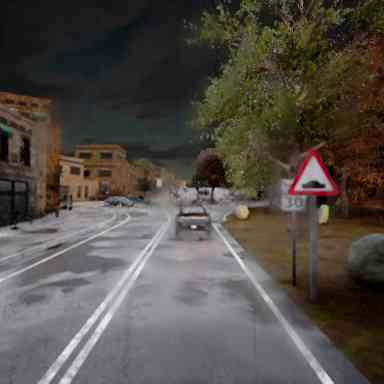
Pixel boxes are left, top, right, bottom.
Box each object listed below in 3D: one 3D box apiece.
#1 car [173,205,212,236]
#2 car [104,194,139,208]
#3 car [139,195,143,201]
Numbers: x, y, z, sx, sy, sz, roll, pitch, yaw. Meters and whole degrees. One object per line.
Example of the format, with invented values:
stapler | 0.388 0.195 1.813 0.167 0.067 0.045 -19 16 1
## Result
car | 0.015 1.471 17.864 2.128 1.511 4.902 0 -2 -2
car | -9.617 1.313 43.817 4.892 1.490 1.837 1 1 42
car | -11.435 1.158 62.429 2.128 1.511 4.902 -1 -1 41
